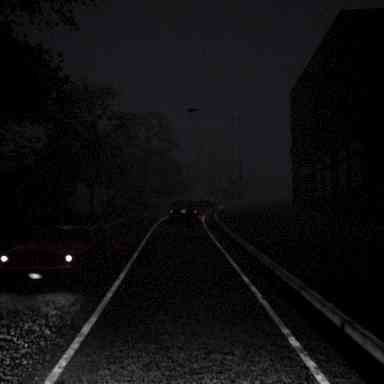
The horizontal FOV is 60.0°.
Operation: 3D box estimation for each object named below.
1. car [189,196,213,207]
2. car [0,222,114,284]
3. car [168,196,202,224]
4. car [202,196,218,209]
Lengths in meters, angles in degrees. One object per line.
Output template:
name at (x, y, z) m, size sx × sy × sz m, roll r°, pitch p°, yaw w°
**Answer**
car at (1.437, 1.385, 50.891) m, size 1.882 × 1.535 × 5.008 m, roll -3°, pitch -1°, yaw 24°
car at (-3.636, 1.602, 9.749) m, size 1.895 × 1.301 × 4.718 m, roll 0°, pitch 0°, yaw -2°
car at (-0.557, 1.315, 24.250) m, size 2.097 × 1.767 × 4.553 m, roll 0°, pitch 0°, yaw 1°
car at (2.056, 1.318, 42.434) m, size 1.882 × 1.535 × 5.008 m, roll -2°, pitch 0°, yaw 16°
